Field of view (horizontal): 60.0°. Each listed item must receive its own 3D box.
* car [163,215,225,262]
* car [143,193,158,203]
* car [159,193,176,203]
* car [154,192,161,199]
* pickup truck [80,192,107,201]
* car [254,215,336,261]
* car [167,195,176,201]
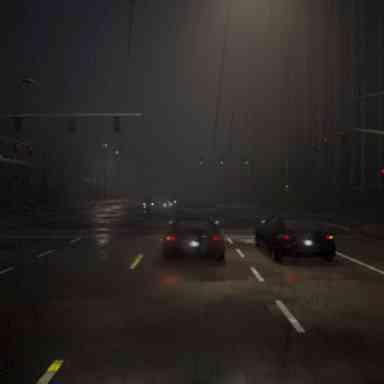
[{"bbox_3d":[0.063,1.525,11.940,1.994,1.385,4.181,0,0,0],"label":"car"},{"bbox_3d":[-8.036,1.326,63.026,1.812,1.442,4.674,0,0,0],"label":"car"},{"bbox_3d":[-4.543,1.292,63.187,2.128,1.511,4.902,0,0,0],"label":"car"},{"bbox_3d":[-8.263,0.951,79.298,2.150,2.045,5.566,0,0,-1],"label":"car"},{"bbox_3d":[-21.280,0.829,72.548,2.390,2.098,6.274,0,0,30],"label":"pickup truck"},{"bbox_3d":[3.563,1.525,12.177,1.994,1.385,4.181,0,0,0],"label":"car"},{"bbox_3d":[-4.763,1.320,79.361,1.895,1.301,4.718,0,0,-1],"label":"car"}]
